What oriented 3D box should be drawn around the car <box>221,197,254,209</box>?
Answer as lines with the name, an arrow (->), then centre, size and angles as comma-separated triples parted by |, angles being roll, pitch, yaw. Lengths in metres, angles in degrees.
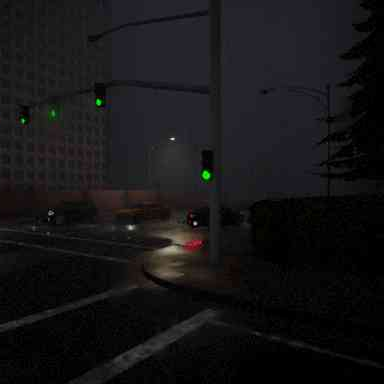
car -> 5.833, 1.620, 39.455 | 2.033, 1.411, 5.357 | 0, 0, 36

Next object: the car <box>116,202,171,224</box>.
car -> -3.733, 1.550, 26.108 | 1.882, 1.535, 5.008 | 0, 0, 35

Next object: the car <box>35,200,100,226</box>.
car -> -9.120, 1.430, 24.578 | 2.097, 1.767, 4.553 | 0, 0, 35

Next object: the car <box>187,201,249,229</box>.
car -> 1.597, 1.579, 21.359 | 1.837, 1.490, 4.892 | 0, 0, 35

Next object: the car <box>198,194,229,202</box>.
car -> 2.808, 1.299, 41.248 | 2.150, 2.045, 5.566 | 0, 0, 36
